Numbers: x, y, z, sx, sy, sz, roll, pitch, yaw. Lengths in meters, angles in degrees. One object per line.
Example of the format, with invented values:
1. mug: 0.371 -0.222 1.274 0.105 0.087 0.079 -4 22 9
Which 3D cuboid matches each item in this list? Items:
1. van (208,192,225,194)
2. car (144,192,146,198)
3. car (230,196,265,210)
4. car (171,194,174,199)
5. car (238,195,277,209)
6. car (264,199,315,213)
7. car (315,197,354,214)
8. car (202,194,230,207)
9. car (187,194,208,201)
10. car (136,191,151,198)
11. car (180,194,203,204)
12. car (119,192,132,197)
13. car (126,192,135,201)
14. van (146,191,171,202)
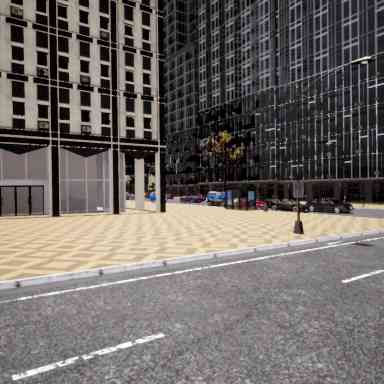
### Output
1. van: 4.250 0.855 58.431 1.690 1.788 3.998 0 1 -35
2. car: -8.661 0.615 77.143 2.192 1.841 5.009 0 1 -35
3. car: 6.944 1.388 39.581 1.802 1.307 4.206 0 1 -35
4. car: -5.433 0.936 72.468 1.802 1.307 4.206 0 1 -35
5. car: 8.278 1.253 42.392 1.837 1.490 4.892 -1 1 -35
6. car: 10.158 1.424 34.891 1.947 1.339 4.313 -1 1 -35
7. car: 14.020 1.345 34.070 1.837 1.490 4.892 -1 1 -35
8. car: 3.764 1.319 44.291 1.947 1.339 4.313 0 1 -35
9. car: 1.023 1.043 63.112 1.802 1.307 4.206 0 1 -35
10. car: -11.890 0.686 81.822 1.967 1.590 4.097 0 1 -35
11. car: 0.025 1.216 54.395 1.895 1.301 4.718 -1 1 -34
12. car: -18.345 0.688 91.179 2.008 1.369 4.403 0 1 -35
13. car: -12.331 1.039 67.710 2.008 1.369 4.403 0 1 -35
14. van: -5.875 0.937 58.351 1.690 1.788 3.998 0 1 -35
